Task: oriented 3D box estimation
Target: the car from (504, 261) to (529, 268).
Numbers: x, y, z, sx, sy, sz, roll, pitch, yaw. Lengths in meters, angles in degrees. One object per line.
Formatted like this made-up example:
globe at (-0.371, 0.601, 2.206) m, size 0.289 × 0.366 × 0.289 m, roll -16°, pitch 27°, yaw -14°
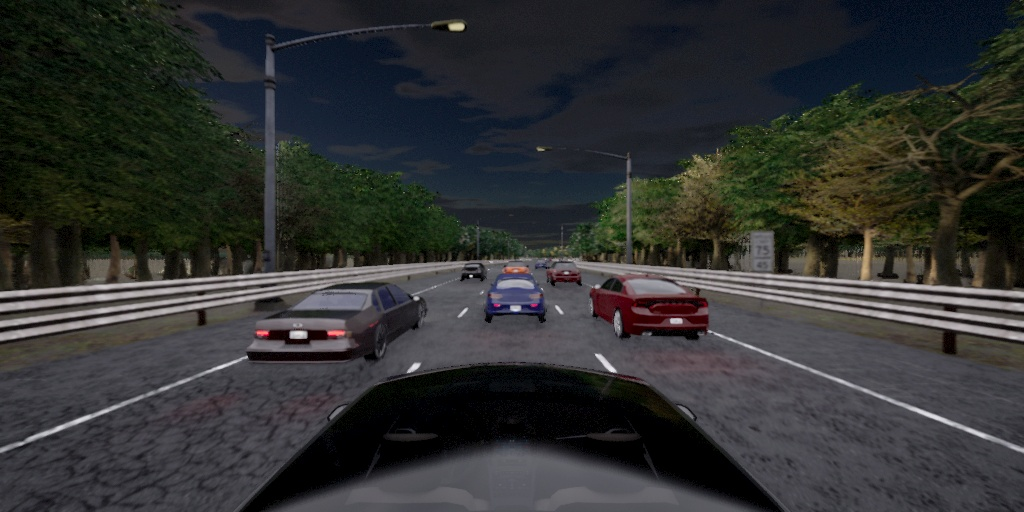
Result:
car at (0.363, 1.175, 30.040) m, size 2.097 × 1.767 × 4.553 m, roll 0°, pitch 0°, yaw 1°

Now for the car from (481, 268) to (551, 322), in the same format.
car at (0.107, 1.293, 12.293) m, size 1.812 × 1.442 × 4.674 m, roll 0°, pitch 0°, yaw 0°

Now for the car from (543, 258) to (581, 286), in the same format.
car at (3.674, 1.159, 26.077) m, size 2.097 × 1.767 × 4.553 m, roll 0°, pitch 0°, yaw 1°

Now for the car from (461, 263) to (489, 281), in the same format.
car at (-3.132, 1.329, 30.399) m, size 1.837 × 1.490 × 4.892 m, roll 0°, pitch 0°, yaw 1°

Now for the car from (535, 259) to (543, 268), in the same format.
car at (4.975, 1.379, 61.857) m, size 2.097 × 1.767 × 4.553 m, roll 0°, pitch -1°, yaw 3°

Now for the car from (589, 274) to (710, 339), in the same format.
car at (3.509, 1.241, 10.112) m, size 1.882 × 1.535 × 5.008 m, roll 0°, pitch 0°, yaw 0°

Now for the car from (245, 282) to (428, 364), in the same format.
car at (-3.399, 1.307, 8.221) m, size 2.033 × 1.411 × 5.357 m, roll 0°, pitch 0°, yaw 0°
